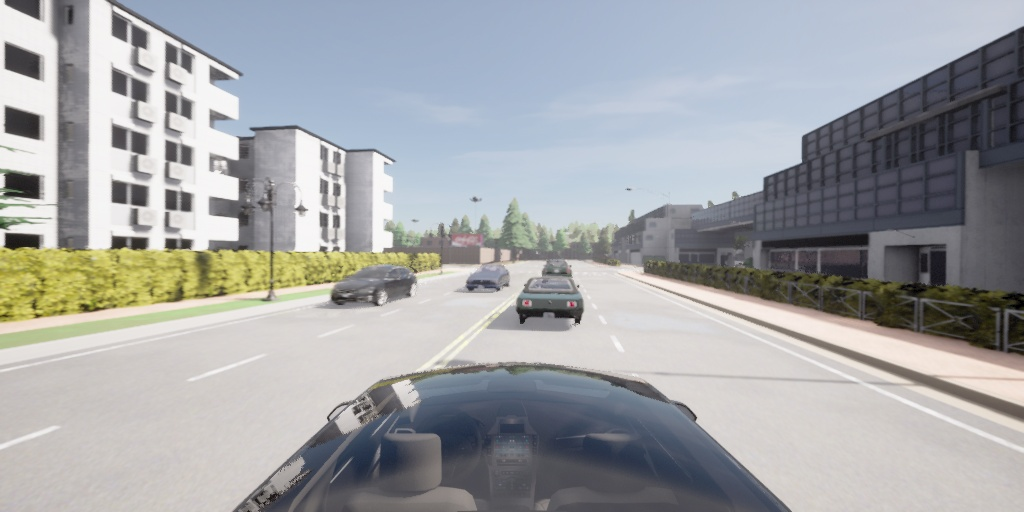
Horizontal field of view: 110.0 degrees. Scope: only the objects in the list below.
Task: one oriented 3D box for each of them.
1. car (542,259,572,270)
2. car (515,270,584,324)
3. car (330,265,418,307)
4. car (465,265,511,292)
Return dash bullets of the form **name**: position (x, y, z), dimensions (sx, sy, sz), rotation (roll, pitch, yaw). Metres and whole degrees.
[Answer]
- **car**: position (3.271, 1.021, 26.059), dimensions (2.097, 1.767, 4.553), rotation (0, 0, 8)
- **car**: position (1.297, 1.316, 11.895), dimensions (1.895, 1.301, 4.718), rotation (0, 0, 7)
- **car**: position (-5.563, 1.159, 15.120), dimensions (1.837, 1.490, 4.892), rotation (0, 0, 8)
- **car**: position (-1.208, 1.207, 20.884), dimensions (2.033, 1.411, 5.357), rotation (0, 0, 8)
